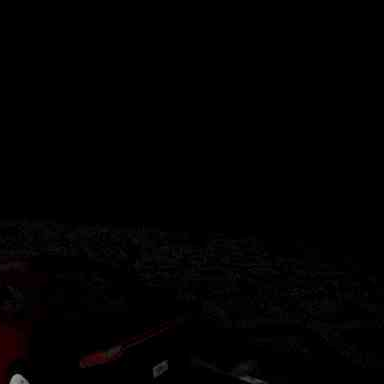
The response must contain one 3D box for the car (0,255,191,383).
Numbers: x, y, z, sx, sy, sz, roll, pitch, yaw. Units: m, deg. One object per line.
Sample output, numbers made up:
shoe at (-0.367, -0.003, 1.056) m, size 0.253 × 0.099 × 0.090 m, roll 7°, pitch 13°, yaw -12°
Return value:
car at (-2.117, 1.550, 4.475) m, size 4.507 × 1.381 × 1.887 m, roll 0°, pitch 0°, yaw 35°
